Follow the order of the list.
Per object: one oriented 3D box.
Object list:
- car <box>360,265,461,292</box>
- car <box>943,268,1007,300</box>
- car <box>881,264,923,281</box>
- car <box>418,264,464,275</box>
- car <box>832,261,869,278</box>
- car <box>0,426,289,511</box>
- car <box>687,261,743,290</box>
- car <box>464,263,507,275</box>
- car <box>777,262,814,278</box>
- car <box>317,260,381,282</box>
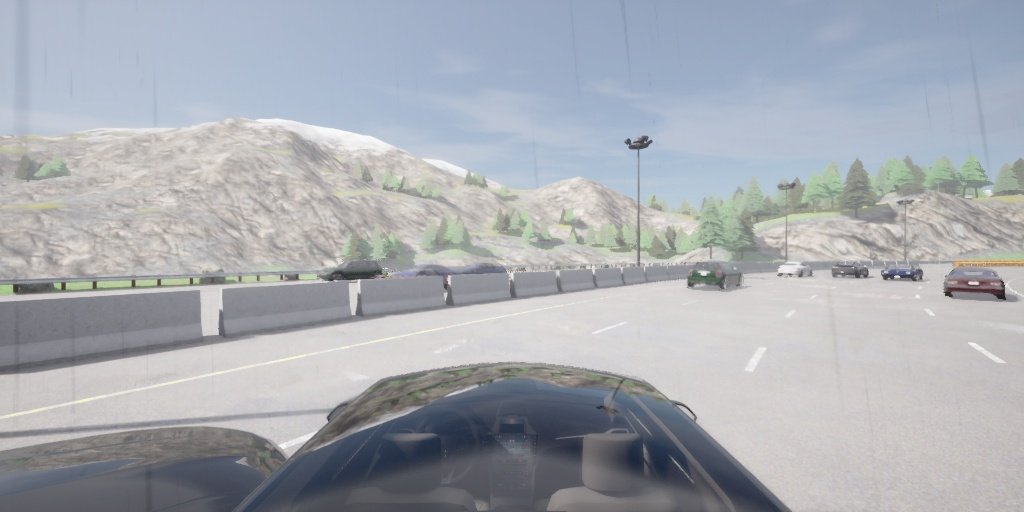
[{"bbox_3d":[-5.328,1.351,19.403,1.895,1.301,4.718,0,0,42],"label":"car"},{"bbox_3d":[23.039,1.296,17.901,5.357,1.411,2.033,0,0,-38],"label":"car"},{"bbox_3d":[32.315,1.351,29.658,4.718,1.301,1.895,0,0,-35],"label":"car"},{"bbox_3d":[-5.769,1.275,24.096,1.812,1.442,4.674,0,0,43],"label":"car"},{"bbox_3d":[31.383,1.241,33.268,4.902,1.511,2.128,0,0,-35],"label":"car"},{"bbox_3d":[-2.981,1.255,0.466,4.892,1.490,1.837,0,0,-45],"label":"car"},{"bbox_3d":[12.968,1.100,22.804,4.553,1.767,2.097,0,0,-43],"label":"car"},{"bbox_3d":[-2.891,1.297,32.151,5.357,1.411,2.033,0,0,-45],"label":"car"},{"bbox_3d":[27.385,1.276,34.687,4.674,1.442,1.812,0,0,-37],"label":"car"},{"bbox_3d":[-12.226,1.102,27.379,2.097,1.767,4.553,0,0,43],"label":"car"}]
